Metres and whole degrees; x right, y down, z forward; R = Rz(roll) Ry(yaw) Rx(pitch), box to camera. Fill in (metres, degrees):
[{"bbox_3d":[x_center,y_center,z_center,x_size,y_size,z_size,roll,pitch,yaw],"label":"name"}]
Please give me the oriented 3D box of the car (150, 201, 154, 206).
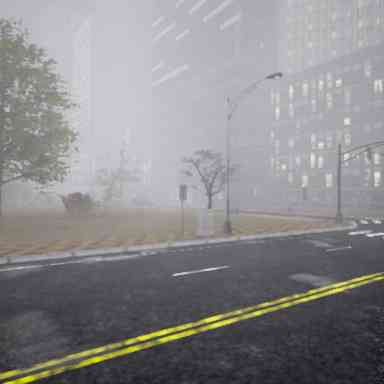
[{"bbox_3d":[-8.625,1.792,60.265,1.882,1.535,5.008,1,-1,-35],"label":"car"}]
